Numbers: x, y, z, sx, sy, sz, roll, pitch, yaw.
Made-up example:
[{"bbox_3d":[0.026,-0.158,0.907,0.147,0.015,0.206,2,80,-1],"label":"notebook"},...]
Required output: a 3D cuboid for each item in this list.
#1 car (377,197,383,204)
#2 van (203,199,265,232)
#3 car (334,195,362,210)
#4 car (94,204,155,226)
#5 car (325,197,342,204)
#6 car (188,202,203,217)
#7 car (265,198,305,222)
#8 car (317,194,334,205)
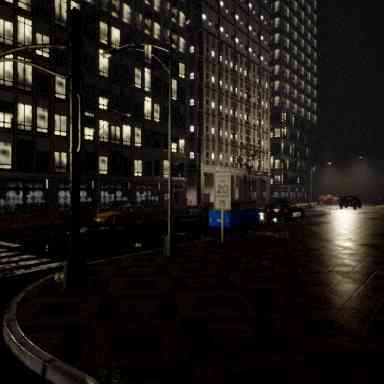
[{"bbox_3d":[38.164,1.659,66.536,1.947,1.339,4.313,0,0,38],"label":"car"},{"bbox_3d":[2.656,1.368,20.230,1.690,1.788,3.998,0,0,38],"label":"van"},{"bbox_3d":[21.195,1.369,44.494,2.192,1.841,5.009,0,0,38],"label":"car"},{"bbox_3d":[-4.734,1.540,23.944,1.752,1.417,4.829,0,0,38],"label":"car"},{"bbox_3d":[28.527,1.625,66.936,2.008,1.369,4.403,0,0,38],"label":"car"},{"bbox_3d":[1.375,1.604,31.667,1.802,1.307,4.206,0,0,38],"label":"car"},{"bbox_3d":[7.619,1.473,26.859,1.967,1.590,4.097,0,0,38],"label":"car"},{"bbox_3d":[25.133,1.381,62.528,2.192,1.841,5.009,0,0,38],"label":"car"}]
